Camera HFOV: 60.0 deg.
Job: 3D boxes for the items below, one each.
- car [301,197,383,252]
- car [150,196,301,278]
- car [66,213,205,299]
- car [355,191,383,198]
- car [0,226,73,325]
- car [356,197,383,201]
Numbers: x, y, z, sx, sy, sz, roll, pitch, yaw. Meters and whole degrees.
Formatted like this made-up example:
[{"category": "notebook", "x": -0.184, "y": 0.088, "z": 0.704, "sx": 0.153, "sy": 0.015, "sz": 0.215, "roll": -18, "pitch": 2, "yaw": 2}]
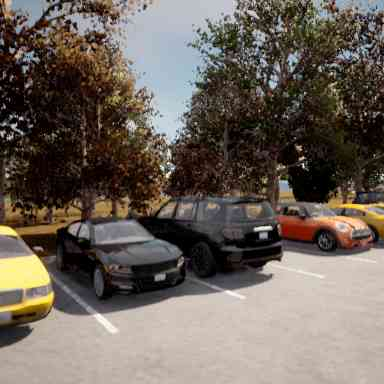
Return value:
[{"category": "car", "x": 4.715, "y": 1.221, "z": 13.461, "sx": 2.185, "sy": 1.767, "sz": 4.553, "roll": -1, "pitch": 0, "yaw": -35}, {"category": "car", "x": 0.173, "y": 1.147, "z": 10.217, "sx": 2.435, "sy": 2.045, "sz": 5.566, "roll": 0, "pitch": 0, "yaw": -35}, {"category": "car", "x": -2.083, "y": 1.412, "z": 8.580, "sx": 2.097, "sy": 1.535, "sz": 5.008, "roll": 0, "pitch": 0, "yaw": -36}, {"category": "car", "x": 11.650, "y": 0.969, "z": 18.334, "sx": 2.435, "sy": 2.045, "sz": 5.566, "roll": -1, "pitch": 1, "yaw": -35}, {"category": "car", "x": -4.243, "y": 1.415, "z": 6.805, "sx": 1.946, "sy": 1.575, "sz": 5.366, "roll": 0, "pitch": 0, "yaw": -35}, {"category": "car", "x": 9.262, "y": 1.260, "z": 16.893, "sx": 1.946, "sy": 1.575, "sz": 5.366, "roll": -1, "pitch": 1, "yaw": -35}]
